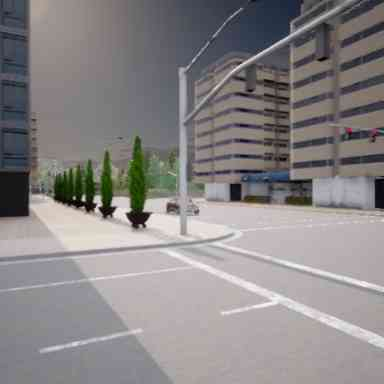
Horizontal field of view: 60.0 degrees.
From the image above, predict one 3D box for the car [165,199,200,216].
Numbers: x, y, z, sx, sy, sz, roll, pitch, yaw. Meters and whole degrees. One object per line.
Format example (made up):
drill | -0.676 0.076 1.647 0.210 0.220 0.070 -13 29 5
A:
car | -0.995 1.350 30.959 1.812 1.442 4.674 0 0 -27
